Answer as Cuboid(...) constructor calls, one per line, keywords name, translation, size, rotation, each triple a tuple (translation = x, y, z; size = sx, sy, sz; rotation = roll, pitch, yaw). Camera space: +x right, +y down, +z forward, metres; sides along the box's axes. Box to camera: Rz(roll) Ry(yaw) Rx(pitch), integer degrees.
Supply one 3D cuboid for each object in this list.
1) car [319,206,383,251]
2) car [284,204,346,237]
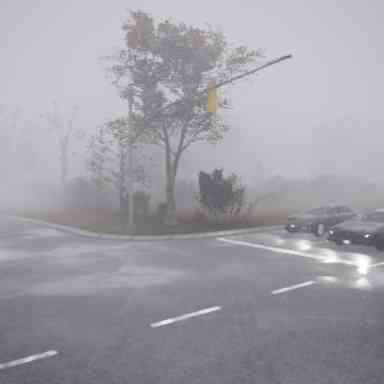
Cuboid(name="car", translation=(7.921, 1.454, 13.943), size=(5.357, 1.411, 2.033), rotation=(0, 0, -36))
Cuboid(name="car", translation=(6.947, 1.403, 17.515), size=(4.892, 1.490, 1.837), rotation=(0, 0, -33))
